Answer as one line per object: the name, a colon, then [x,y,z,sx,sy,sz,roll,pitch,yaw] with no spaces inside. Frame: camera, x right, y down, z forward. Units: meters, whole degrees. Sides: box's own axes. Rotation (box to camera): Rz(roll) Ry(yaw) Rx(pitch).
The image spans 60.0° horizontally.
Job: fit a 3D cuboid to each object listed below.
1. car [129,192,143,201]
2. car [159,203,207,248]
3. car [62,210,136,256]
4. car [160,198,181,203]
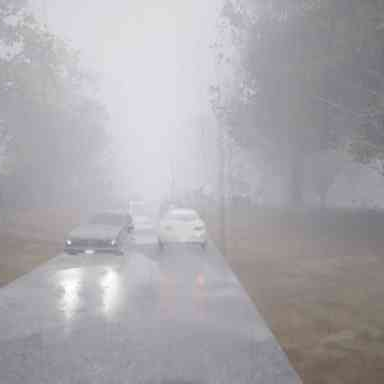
car: [-9.245,0.734,54.986,1.837,1.490,4.892,1,0,-12]
car: [-0.427,1.421,14.086,1.812,1.442,4.674,1,1,-3]
car: [-3.285,1.413,12.880,2.033,1.411,5.357,1,1,-3]
car: [-1.877,1.174,29.665,1.994,1.385,4.181,1,1,-7]
